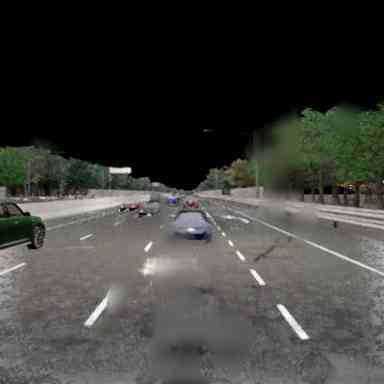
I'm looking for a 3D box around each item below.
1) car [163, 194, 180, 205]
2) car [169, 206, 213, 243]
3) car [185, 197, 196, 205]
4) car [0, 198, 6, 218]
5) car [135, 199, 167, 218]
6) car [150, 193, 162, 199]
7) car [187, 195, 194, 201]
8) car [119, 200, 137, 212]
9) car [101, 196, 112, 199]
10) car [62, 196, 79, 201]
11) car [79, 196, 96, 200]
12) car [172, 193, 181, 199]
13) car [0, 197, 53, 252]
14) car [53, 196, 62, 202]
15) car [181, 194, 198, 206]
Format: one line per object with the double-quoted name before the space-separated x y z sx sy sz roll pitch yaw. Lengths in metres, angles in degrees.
"car" -3.756 1.552 62.134 1.882 1.535 5.008 0 0 0
"car" -0.053 1.570 16.132 1.994 1.385 4.181 0 0 0
"car" -0.263 1.619 64.108 2.033 1.411 5.357 0 0 0
"car" -17.683 1.396 27.385 2.097 1.767 4.553 0 0 0
"car" -3.612 1.626 30.150 1.895 1.301 4.718 0 0 0
"car" -7.278 1.309 67.200 2.150 2.045 5.566 0 0 0
"car" -0.356 1.636 85.162 1.812 1.442 4.674 0 0 0
"car" -7.155 1.644 39.154 1.895 1.301 4.718 0 0 0
"car" -17.787 1.534 69.218 2.128 1.511 4.902 0 0 0
"car" -24.787 1.543 69.188 1.812 1.442 4.674 0 0 0
"car" -21.287 1.514 69.203 1.837 1.490 4.892 0 0 0
"car" -3.839 1.587 81.182 1.882 1.535 5.008 0 0 0
"car" -7.033 1.235 11.221 2.150 2.045 5.566 0 0 0
"car" -28.286 1.576 69.172 1.994 1.385 4.181 0 0 0
"car" -0.193 1.397 48.068 2.097 1.767 4.553 0 0 0
